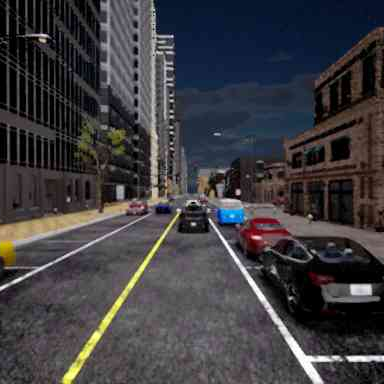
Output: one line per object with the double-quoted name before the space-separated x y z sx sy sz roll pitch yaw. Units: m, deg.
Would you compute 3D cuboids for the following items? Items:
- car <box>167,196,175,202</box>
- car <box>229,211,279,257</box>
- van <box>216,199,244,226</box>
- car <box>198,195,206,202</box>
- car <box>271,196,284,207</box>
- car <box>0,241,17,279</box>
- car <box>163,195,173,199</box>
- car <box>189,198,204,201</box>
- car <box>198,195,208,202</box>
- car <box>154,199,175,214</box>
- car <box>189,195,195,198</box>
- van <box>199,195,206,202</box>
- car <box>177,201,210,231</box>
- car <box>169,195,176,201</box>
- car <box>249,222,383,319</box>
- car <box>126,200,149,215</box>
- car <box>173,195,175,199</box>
"car" -5.658 1.885 89.918 1.947 1.339 4.313 -1 0 0
"car" 2.681 1.628 12.884 1.802 1.307 4.206 -1 0 0
"van" 2.678 1.426 23.954 1.690 1.788 3.998 -1 0 0
"car" 2.685 1.635 89.862 2.192 1.841 5.009 -1 0 0
"car" 16.533 1.629 58.284 5.009 1.841 2.192 1 0 1
"car" -5.701 1.551 7.193 1.752 1.417 4.829 -1 0 0
"car" -5.831 1.783 72.815 1.752 1.417 4.829 -1 0 0
"car" 0.098 1.659 37.589 1.812 1.442 4.674 0 -1 0
"car" 2.686 1.719 78.574 1.967 1.590 4.097 -1 0 0
"car" -3.046 1.730 36.796 1.895 1.301 4.718 0 0 0
"car" 0.011 1.677 94.903 1.812 1.442 4.674 0 0 0
"van" 2.685 1.641 84.219 1.690 1.788 3.998 -1 0 0
"car" 0.095 1.581 21.294 1.837 1.490 4.892 0 0 0
"car" -5.661 1.683 95.457 1.690 1.788 3.998 -1 0 0
"car" 2.680 1.593 7.350 1.947 1.339 4.313 -1 0 0
"car" -5.699 1.563 35.038 1.967 1.590 4.097 -1 0 0
"car" -5.659 1.844 78.629 1.947 1.339 4.313 -1 0 0
